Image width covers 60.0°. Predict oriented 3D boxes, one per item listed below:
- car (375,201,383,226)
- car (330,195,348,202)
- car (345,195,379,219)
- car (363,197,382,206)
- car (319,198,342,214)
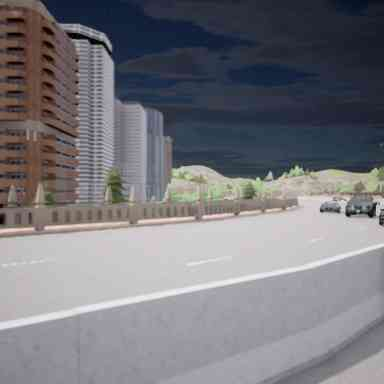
[{"bbox_3d":[14.505,1.558,23.355,1.882,1.535,5.008,0,0,38],"label":"car"},{"bbox_3d":[30.648,1.411,69.668,2.033,1.411,5.357,0,0,7],"label":"car"},{"bbox_3d":[15.953,1.334,31.217,2.150,2.045,5.566,0,0,34],"label":"car"},{"bbox_3d":[32.316,1.722,59.634,1.812,1.442,4.674,0,0,15],"label":"car"},{"bbox_3d":[15.655,1.704,37.384,1.994,1.385,4.181,0,0,30],"label":"car"}]
